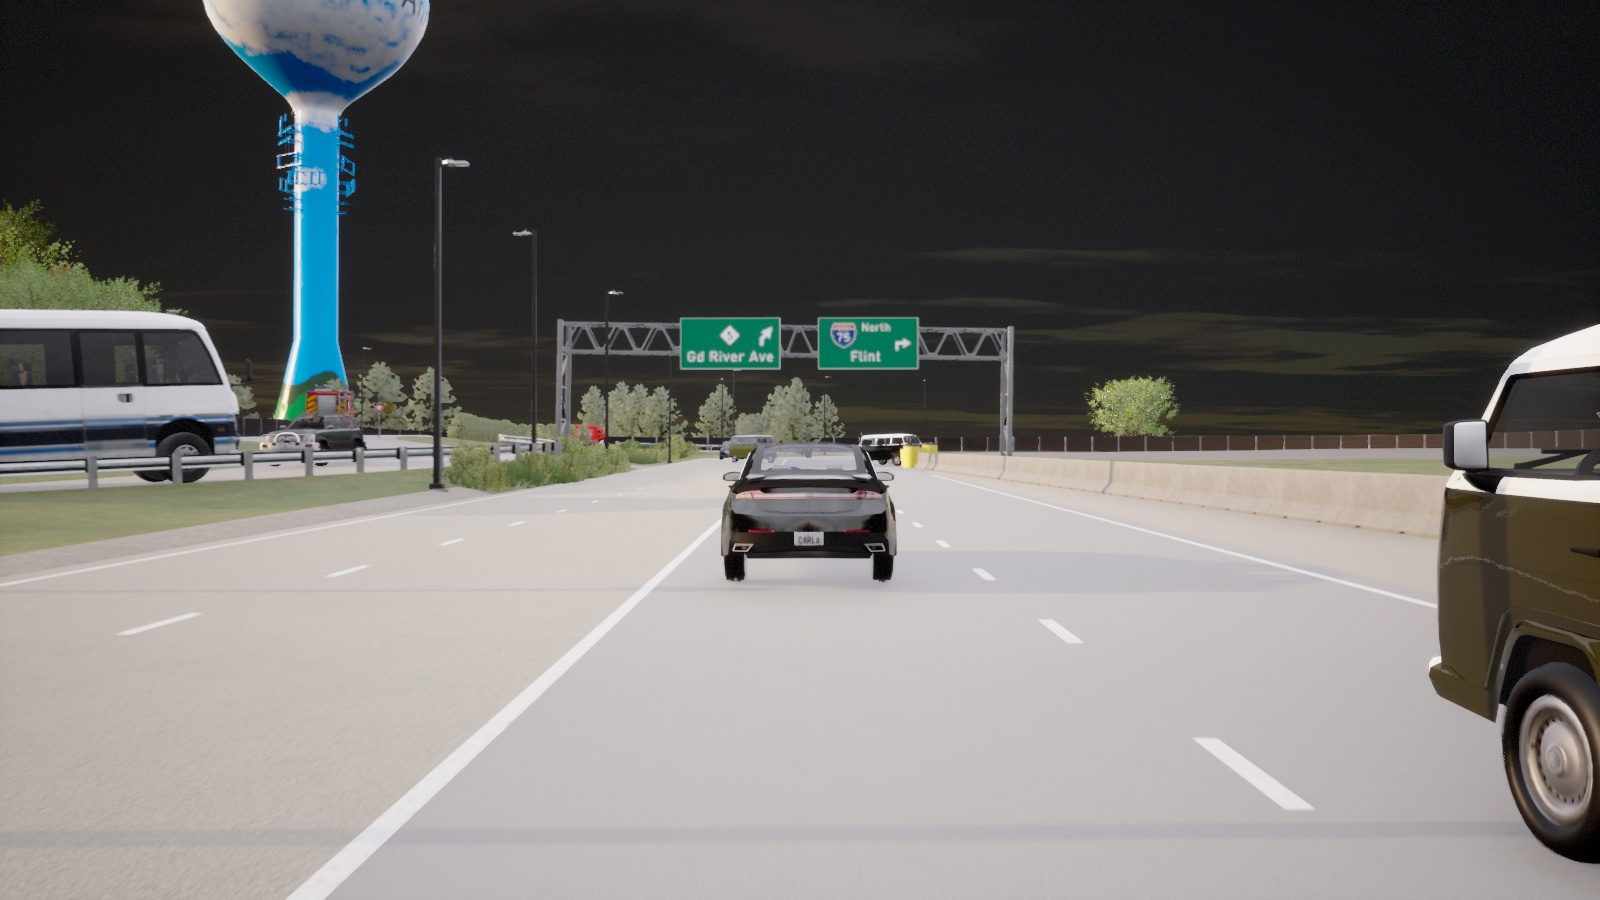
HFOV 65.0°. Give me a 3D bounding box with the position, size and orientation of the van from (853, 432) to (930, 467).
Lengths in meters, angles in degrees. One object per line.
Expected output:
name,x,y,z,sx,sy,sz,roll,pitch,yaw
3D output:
van,5.742,0.002,79.191,4.480,2.038,2.069,-3,-1,44

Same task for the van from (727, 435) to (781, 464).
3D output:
van,-3.233,-0.072,87.992,1.775,1.987,4.442,0,0,-33

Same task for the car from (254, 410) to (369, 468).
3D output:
car,-16.873,-0.434,43.635,1.932,1.855,4.605,0,2,3

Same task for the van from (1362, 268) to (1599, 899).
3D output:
van,3.535,0.455,3.357,2.069,2.038,4.480,0,0,0

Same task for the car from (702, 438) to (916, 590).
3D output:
car,0.101,0.620,14.950,2.128,1.511,4.902,0,0,0

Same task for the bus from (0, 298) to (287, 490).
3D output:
bus,-18.349,-1.233,30.076,10.273,4.253,3.944,-4,0,-41
